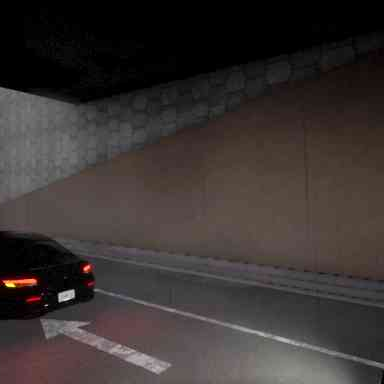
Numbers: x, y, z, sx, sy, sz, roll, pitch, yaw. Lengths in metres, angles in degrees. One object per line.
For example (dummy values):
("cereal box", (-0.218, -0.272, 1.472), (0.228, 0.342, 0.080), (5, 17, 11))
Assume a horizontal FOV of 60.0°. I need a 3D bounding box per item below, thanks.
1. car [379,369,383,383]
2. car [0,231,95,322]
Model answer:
("car", (3.523, 1.505, 1.401), (4.892, 1.490, 1.837), (0, 0, 36))
("car", (-3.918, 1.526, 6.768), (4.674, 1.442, 1.812), (0, 0, 36))
